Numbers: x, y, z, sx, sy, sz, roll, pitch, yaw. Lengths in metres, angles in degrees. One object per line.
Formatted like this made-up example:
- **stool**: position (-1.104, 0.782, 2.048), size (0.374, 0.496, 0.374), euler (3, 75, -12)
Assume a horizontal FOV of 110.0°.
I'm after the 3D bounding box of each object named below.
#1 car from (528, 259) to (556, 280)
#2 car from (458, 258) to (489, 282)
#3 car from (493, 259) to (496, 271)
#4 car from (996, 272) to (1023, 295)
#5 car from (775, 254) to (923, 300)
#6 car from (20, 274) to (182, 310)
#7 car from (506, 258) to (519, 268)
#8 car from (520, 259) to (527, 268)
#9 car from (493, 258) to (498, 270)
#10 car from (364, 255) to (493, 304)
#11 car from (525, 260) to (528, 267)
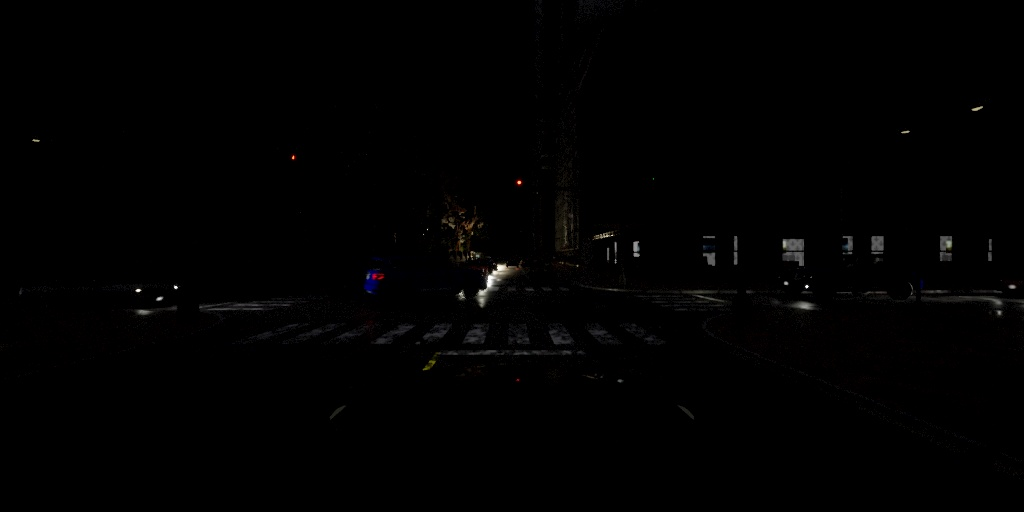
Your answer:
- **car**: position (2.669, 1.192, 30.835), size (1.967, 1.591, 4.097), euler (0, 0, 0)
- **car**: position (-3.121, 1.104, 30.007), size (2.097, 1.767, 4.553), euler (0, 0, 0)
- **car**: position (-3.127, 1.353, 39.794), size (1.895, 1.301, 4.718), euler (0, 0, 0)
- **car**: position (25.776, 1.164, 16.667), size (4.902, 1.511, 2.128), euler (0, 0, 1)
- **car**: position (15.700, 0.925, 16.873), size (5.566, 2.045, 2.150), euler (0, 0, 1)
- **car**: position (-16.156, 1.387, 14.278), size (4.718, 1.301, 1.895), euler (0, 0, 2)
- **car**: position (0.059, 1.099, 61.940), size (2.097, 1.767, 4.553), euler (0, 0, 0)
- **car**: position (2.647, 1.315, 59.241), size (1.948, 1.339, 4.313), euler (0, 0, 0)
- **car**: position (-3.124, 1.105, 49.770), size (2.097, 1.767, 4.553), euler (0, 0, 0)
- **car**: position (-3.937, 0.986, 16.780), size (5.566, 2.045, 2.150), euler (-1, 1, -34)
- **car**: position (2.664, 1.318, 36.516), size (1.948, 1.339, 4.313), euler (0, 0, 0)
